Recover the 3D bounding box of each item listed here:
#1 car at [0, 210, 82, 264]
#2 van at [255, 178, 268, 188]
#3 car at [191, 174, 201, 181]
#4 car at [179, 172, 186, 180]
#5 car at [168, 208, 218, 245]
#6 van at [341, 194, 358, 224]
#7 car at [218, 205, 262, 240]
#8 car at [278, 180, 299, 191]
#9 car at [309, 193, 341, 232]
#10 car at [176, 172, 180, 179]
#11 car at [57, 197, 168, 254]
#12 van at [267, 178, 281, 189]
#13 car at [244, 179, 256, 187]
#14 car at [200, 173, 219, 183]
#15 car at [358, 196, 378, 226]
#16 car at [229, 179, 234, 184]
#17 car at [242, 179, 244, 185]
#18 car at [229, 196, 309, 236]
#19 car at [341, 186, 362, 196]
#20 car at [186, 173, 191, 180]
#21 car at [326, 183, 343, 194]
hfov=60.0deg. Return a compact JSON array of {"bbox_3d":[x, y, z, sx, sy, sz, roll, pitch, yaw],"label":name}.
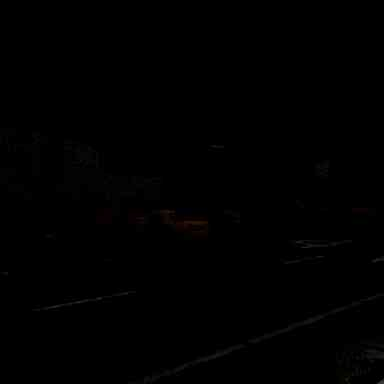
[{"bbox_3d":[-6.468,1.523,11.935,4.792,1.488,2.163,-1,-1,34],"label":"car"},{"bbox_3d":[15.197,-1.769,67.240,1.878,1.987,4.442,7,4,35],"label":"van"},{"bbox_3d":[3.063,-3.703,84.502,2.435,2.045,5.566,7,3,34],"label":"car"},{"bbox_3d":[-0.470,-4.090,89.432,2.185,1.767,4.553,4,1,33],"label":"car"},{"bbox_3d":[-1.710,1.501,15.516,5.366,1.575,1.946,-1,-1,34],"label":"car"},{"bbox_3d":[8.364,1.294,22.293,4.442,1.987,1.878,-1,-1,35],"label":"van"},{"bbox_3d":[0.894,1.546,17.148,4.674,1.452,2.002,-1,-1,35],"label":"car"},{"bbox_3d":[18.694,-0.997,62.412,2.231,1.521,4.892,7,3,35],"label":"car"},{"bbox_3d":[5.829,1.265,20.619,5.566,2.045,2.435,-1,-1,35],"label":"car"},{"bbox_3d":[-2.245,-4.367,91.777,2.435,2.045,5.566,1,-1,34],"label":"car"},{"bbox_3d":[-4.027,1.246,13.685,5.566,2.045,2.435,-1,-1,34],"label":"car"},{"bbox_3d":[16.930,-1.496,64.771,1.878,1.987,4.442,7,4,35],"label":"van"},{"bbox_3d":[13.618,-1.817,69.968,1.946,1.575,5.366,7,3,35],"label":"car"},{"bbox_3d":[4.918,-3.181,82.246,1.946,1.575,5.366,7,3,34],"label":"car"},{"bbox_3d":[10.770,1.400,24.047,4.553,1.767,2.185,-1,-1,35],"label":"car"},{"bbox_3d":[10.036,-2.322,74.745,2.002,1.452,4.674,7,3,35],"label":"car"},{"bbox_3d":[11.783,-2.048,72.285,2.002,1.452,4.674,7,3,35],"label":"car"},{"bbox_3d":[3.318,1.260,18.910,5.566,2.045,2.435,-1,-1,35],"label":"car"},{"bbox_3d":[25.612,0.132,52.566,2.002,1.452,4.674,7,3,35],"label":"car"},{"bbox_3d":[1.264,-3.855,86.965,2.185,1.767,4.553,6,3,34],"label":"car"},{"bbox_3d":[23.917,-0.431,55.035,2.435,2.045,5.566,7,3,35],"label":"car"}]
